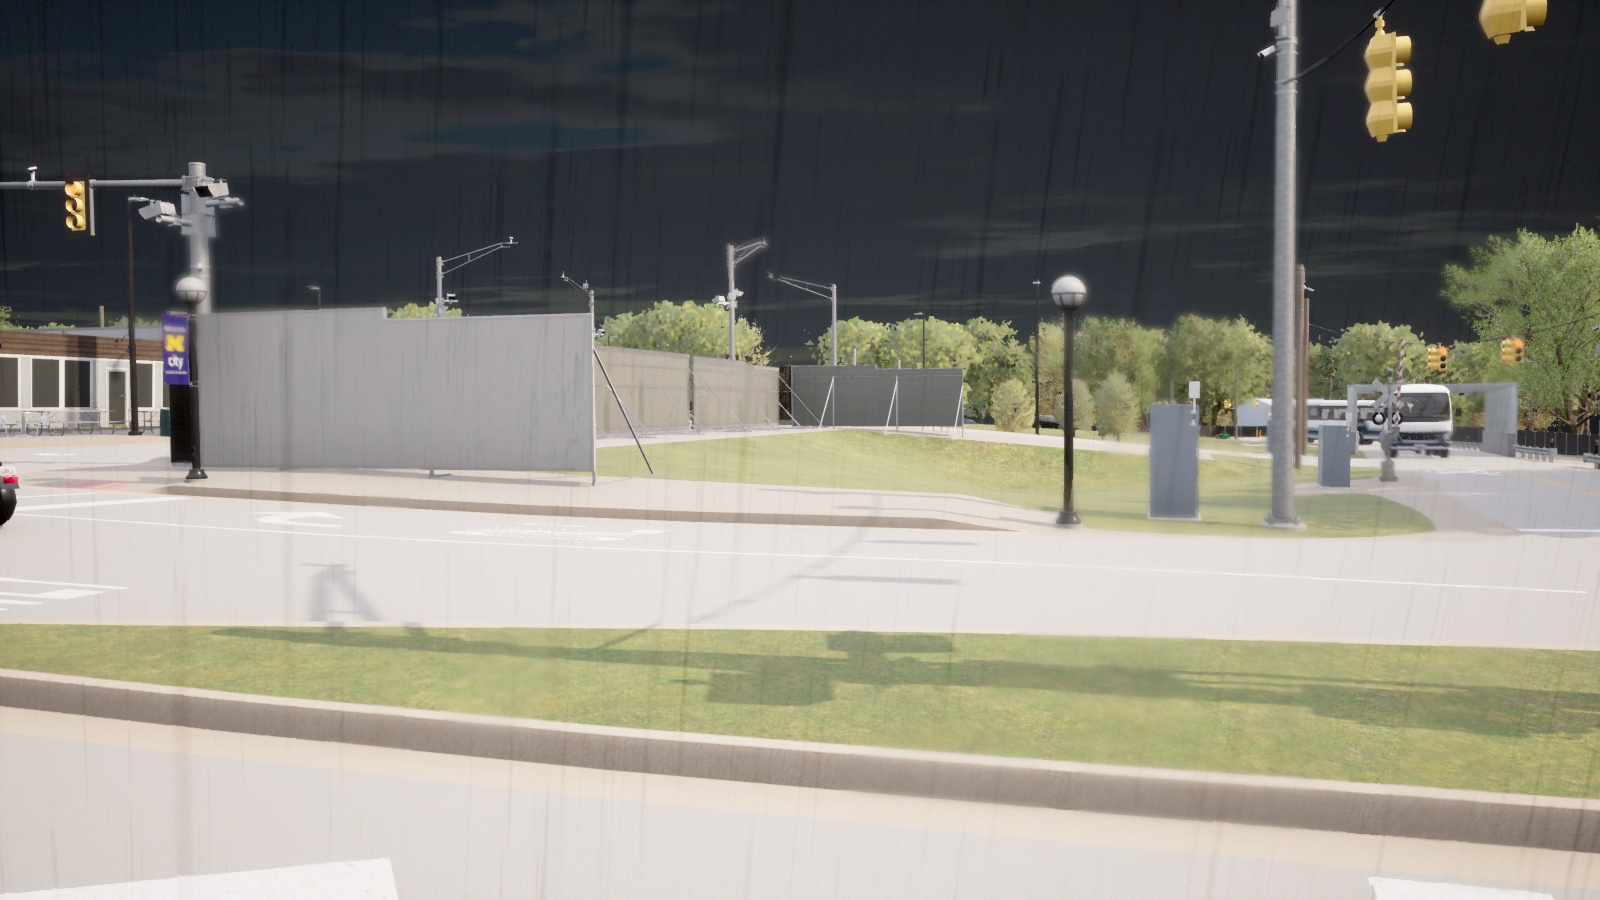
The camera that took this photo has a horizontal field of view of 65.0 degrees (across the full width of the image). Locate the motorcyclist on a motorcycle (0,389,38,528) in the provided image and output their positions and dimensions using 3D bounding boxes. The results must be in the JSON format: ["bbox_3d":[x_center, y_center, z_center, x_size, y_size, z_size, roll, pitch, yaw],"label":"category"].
[{"bbox_3d":[-10.607,0.053,15.368,2.350,1.649,0.766,2,2,15],"label":"motorcyclist on a motorcycle"}]

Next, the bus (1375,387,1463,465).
[{"bbox_3d":[36.214,-1.412,73.813,3.944,4.253,10.273,1,1,23],"label":"bus"}]
